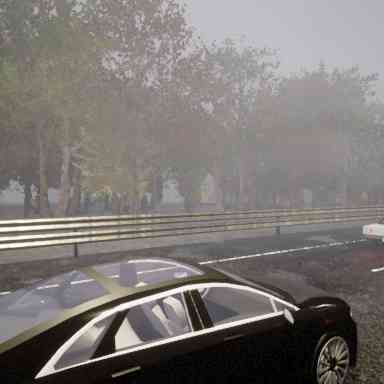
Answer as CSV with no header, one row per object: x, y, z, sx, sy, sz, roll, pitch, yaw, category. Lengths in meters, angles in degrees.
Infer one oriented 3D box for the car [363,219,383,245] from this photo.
9.406,1.581,14.025,4.718,1.301,1.895,0,0,-32,car

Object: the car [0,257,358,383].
-0.178,1.490,3.523,4.902,1.511,2.128,0,0,-35,car
